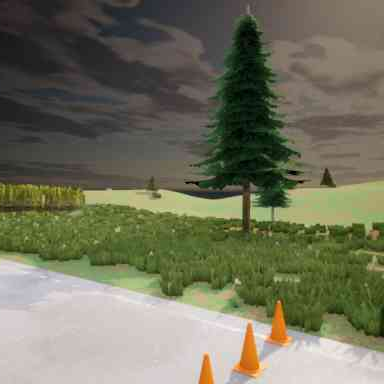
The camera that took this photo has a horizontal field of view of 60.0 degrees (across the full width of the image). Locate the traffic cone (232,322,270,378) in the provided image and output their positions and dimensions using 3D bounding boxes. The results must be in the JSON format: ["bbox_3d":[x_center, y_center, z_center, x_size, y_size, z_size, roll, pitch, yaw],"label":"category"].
[{"bbox_3d":[0.735,1.955,4.239,0.340,0.580,0.340,0,0,36],"label":"traffic cone"}]

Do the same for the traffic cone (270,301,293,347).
[{"bbox_3d":[1.320,1.955,5.050,0.340,0.580,0.340,0,0,36],"label":"traffic cone"}]

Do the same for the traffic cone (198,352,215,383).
[{"bbox_3d":[0.150,1.955,3.427,0.340,0.580,0.340,0,0,36],"label":"traffic cone"}]
